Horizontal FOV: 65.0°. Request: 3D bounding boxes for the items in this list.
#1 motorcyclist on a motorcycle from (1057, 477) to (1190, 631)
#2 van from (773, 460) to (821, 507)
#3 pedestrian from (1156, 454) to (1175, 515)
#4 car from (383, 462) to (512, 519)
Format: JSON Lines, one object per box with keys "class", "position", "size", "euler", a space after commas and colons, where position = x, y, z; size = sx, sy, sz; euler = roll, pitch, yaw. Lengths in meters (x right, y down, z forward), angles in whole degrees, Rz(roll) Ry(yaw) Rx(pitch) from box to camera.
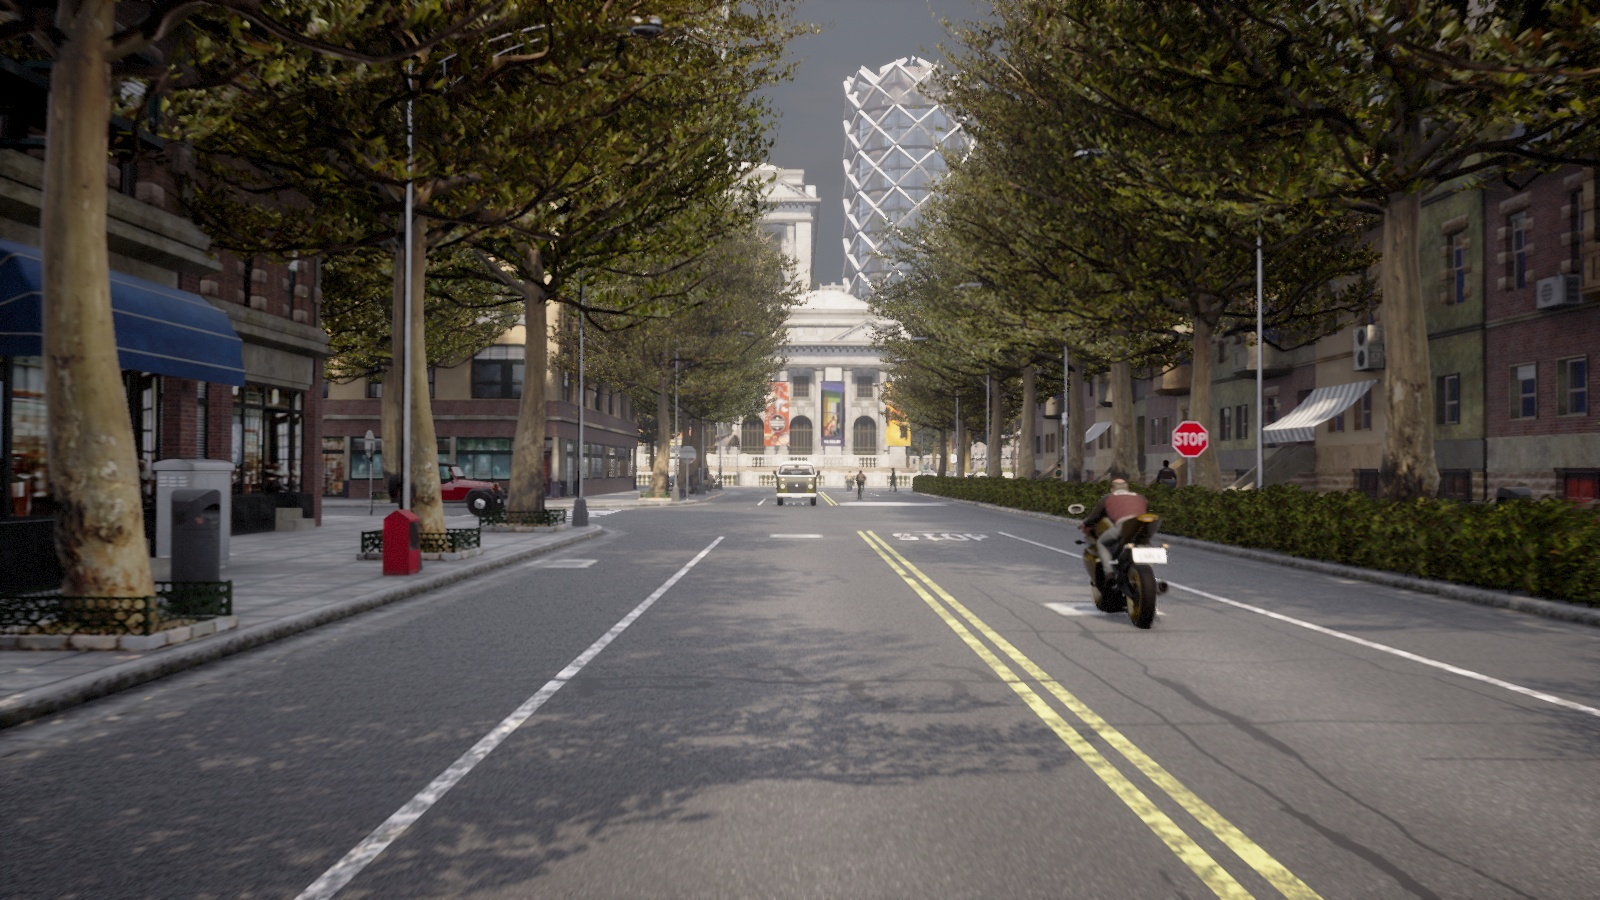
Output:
{"class": "motorcyclist on a motorcycle", "position": [3.466, 1.065, 13.672], "size": [0.866, 1.530, 2.191], "euler": [0, -1, 0]}
{"class": "van", "position": [-0.137, 1.495, 56.939], "size": [2.069, 2.038, 4.480], "euler": [0, -1, 0]}
{"class": "pedestrian", "position": [11.738, 1.099, 40.312], "size": [0.402, 1.930, 0.666], "euler": [0, -1, 0]}
{"class": "car", "position": [-11.952, 1.375, 42.784], "size": [3.866, 1.878, 1.905], "euler": [0, -1, -1]}
